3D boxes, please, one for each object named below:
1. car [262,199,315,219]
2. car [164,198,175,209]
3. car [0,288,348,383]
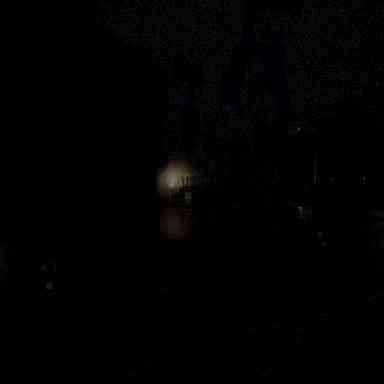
[{"bbox_3d":[8.333,1.393,28.865,2.097,1.767,4.553,1,0,-35],"label":"car"},{"bbox_3d":[-4.157,1.611,46.470,1.812,1.442,4.674,1,-1,-35],"label":"car"},{"bbox_3d":[-0.620,1.566,2.360,4.313,1.339,1.947,0,0,-35],"label":"car"}]
